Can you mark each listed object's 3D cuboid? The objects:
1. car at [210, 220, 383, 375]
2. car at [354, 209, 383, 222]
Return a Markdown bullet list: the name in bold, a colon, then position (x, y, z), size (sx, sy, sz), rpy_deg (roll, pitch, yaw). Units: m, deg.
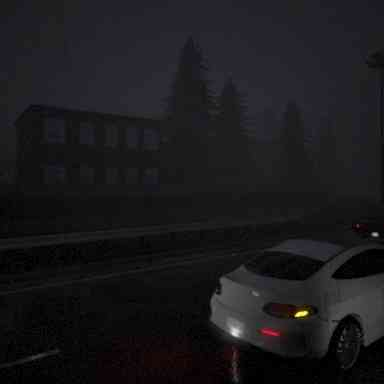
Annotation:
- **car**: position (2.413, 1.456, 5.468), size (4.674, 1.442, 1.812), rpy_deg (-1, 1, -35)
- **car**: position (9.093, 1.383, 14.717), size (4.718, 1.301, 1.895), rpy_deg (-1, 1, -38)
